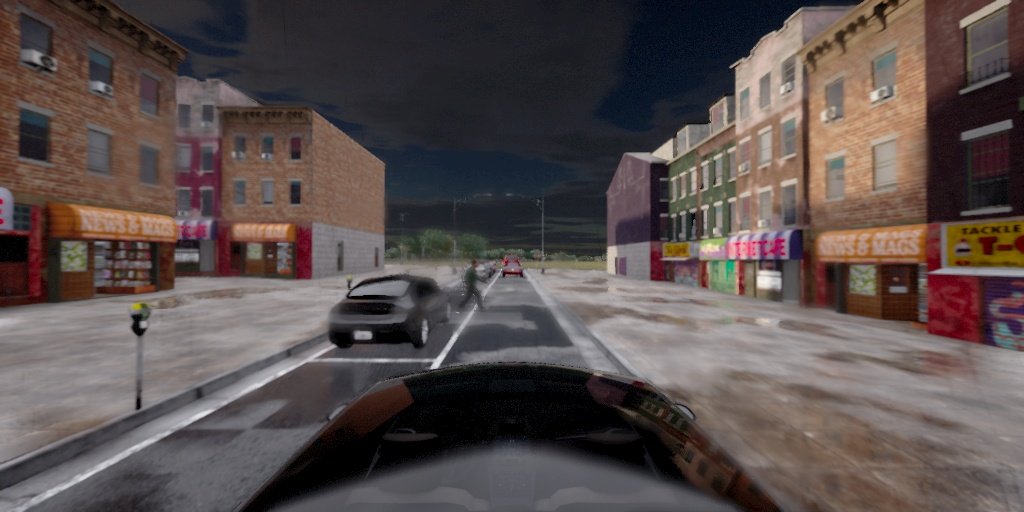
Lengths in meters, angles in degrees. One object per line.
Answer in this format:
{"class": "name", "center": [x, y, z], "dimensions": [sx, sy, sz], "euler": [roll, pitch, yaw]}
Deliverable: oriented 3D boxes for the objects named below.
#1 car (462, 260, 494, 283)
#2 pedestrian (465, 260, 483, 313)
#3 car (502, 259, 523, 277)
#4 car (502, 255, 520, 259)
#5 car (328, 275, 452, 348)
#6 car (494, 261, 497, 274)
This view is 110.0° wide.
{"class": "car", "center": [-2.640, 1.221, 26.419], "dimensions": [2.007, 1.370, 4.403], "euler": [0, 0, 0]}
{"class": "pedestrian", "center": [-1.282, 0.997, 12.025], "dimensions": [0.375, 1.860, 0.375], "euler": [-1, -1, 0]}
{"class": "car", "center": [0.079, 1.228, 34.663], "dimensions": [1.994, 1.385, 4.181], "euler": [0, 0, 0]}
{"class": "car", "center": [-0.124, 0.876, 46.454], "dimensions": [2.150, 2.045, 5.566], "euler": [0, 0, -3]}
{"class": "car", "center": [-2.750, 1.220, 9.068], "dimensions": [1.837, 1.490, 4.892], "euler": [0, 0, 0]}
{"class": "car", "center": [-2.640, 1.232, 31.960], "dimensions": [1.948, 1.339, 4.313], "euler": [0, 0, 0]}
